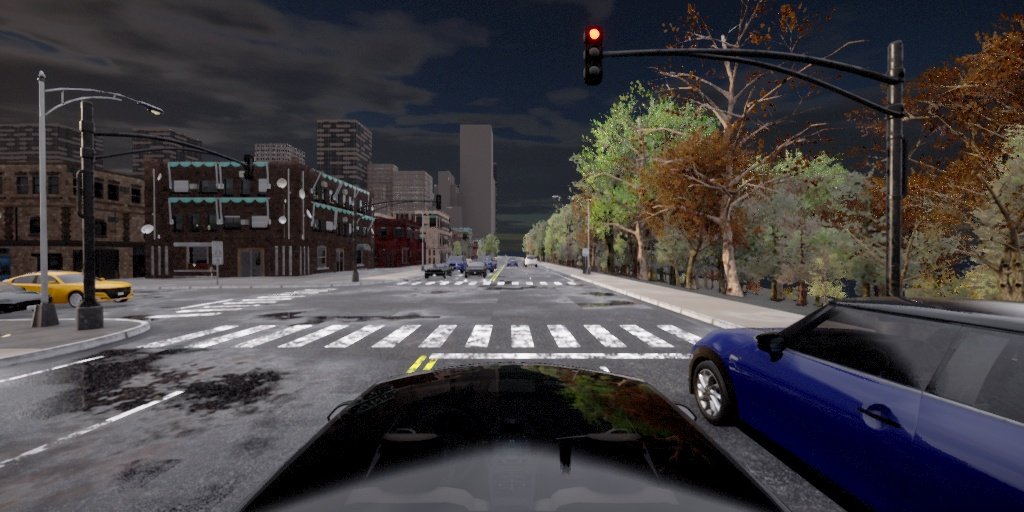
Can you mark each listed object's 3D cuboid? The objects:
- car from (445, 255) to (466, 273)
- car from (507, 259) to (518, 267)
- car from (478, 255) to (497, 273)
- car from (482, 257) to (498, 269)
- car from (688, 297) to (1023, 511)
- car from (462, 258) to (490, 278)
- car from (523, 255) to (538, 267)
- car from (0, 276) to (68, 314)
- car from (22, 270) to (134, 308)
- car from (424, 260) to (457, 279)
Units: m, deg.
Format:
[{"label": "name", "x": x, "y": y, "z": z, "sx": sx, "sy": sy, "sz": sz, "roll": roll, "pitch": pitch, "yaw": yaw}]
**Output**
[{"label": "car", "x": -6.581, "y": 0.946, "z": 42.491, "sx": 2.150, "sy": 2.045, "sz": 5.566, "roll": 0, "pitch": 0, "yaw": 0}, {"label": "car", "x": 0.102, "y": 1.233, "z": 64.506, "sx": 1.812, "sy": 1.442, "sz": 4.674, "roll": 0, "pitch": 0, "yaw": 0}, {"label": "car", "x": -3.339, "y": 0.944, "z": 43.995, "sx": 2.150, "sy": 2.045, "sz": 5.566, "roll": 0, "pitch": 0, "yaw": 0}, {"label": "car", "x": -3.329, "y": 1.067, "z": 54.266, "sx": 2.097, "sy": 1.767, "sz": 4.553, "roll": 0, "pitch": 0, "yaw": 0}, {"label": "car", "x": 3.351, "y": 1.101, "z": 2.849, "sx": 2.097, "sy": 1.767, "sz": 4.553, "roll": 0, "pitch": 0, "yaw": 0}, {"label": "car", "x": -3.345, "y": 1.208, "z": 33.963, "sx": 1.882, "sy": 1.535, "sz": 5.008, "roll": 0, "pitch": 0, "yaw": -2}, {"label": "car", "x": 3.355, "y": 0.930, "z": 63.657, "sx": 2.150, "sy": 2.045, "sz": 5.566, "roll": 0, "pitch": 0, "yaw": 0}, {"label": "car", "x": -19.946, "y": 1.561, "z": 13.307, "sx": 4.313, "sy": 1.339, "sz": 1.948, "roll": 0, "pitch": 0, "yaw": 0}, {"label": "car", "x": -20.009, "y": 1.446, "z": 16.002, "sx": 5.008, "sy": 1.535, "sz": 1.882, "roll": -1, "pitch": 1, "yaw": -1}, {"label": "car", "x": -6.599, "y": 1.332, "z": 32.733, "sx": 1.895, "sy": 1.301, "sz": 4.718, "roll": 0, "pitch": 0, "yaw": 0}]
